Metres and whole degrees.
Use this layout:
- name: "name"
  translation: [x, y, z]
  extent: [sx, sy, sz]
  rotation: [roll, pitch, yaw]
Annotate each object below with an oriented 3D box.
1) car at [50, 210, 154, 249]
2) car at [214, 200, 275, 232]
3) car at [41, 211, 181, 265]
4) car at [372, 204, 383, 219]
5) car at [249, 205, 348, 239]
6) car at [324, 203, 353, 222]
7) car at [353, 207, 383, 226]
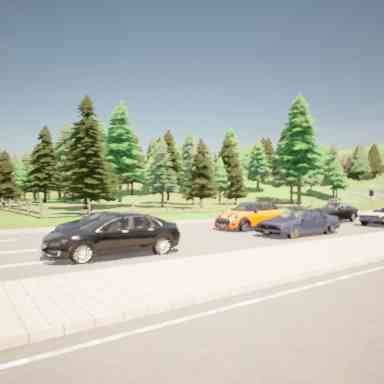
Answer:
- name: "car"
  translation: [-4.051, 1.591, 15.211]
  extent: [4.181, 1.385, 1.994]
  rotation: [0, 0, -35]
- name: "car"
  translation: [3.576, 1.427, 20.633]
  extent: [4.553, 1.767, 2.097]
  rotation: [0, 0, -35]
- name: "car"
  translation: [-2.701, 1.529, 11.882]
  extent: [4.892, 1.490, 1.837]
  rotation: [1, -1, -35]
- name: "car"
  translation: [19.315, 1.776, 31.705]
  extent: [4.718, 1.301, 1.895]
  rotation: [0, 0, -35]
- name: "car"
  translation: [5.837, 1.625, 17.952]
  extent: [5.357, 1.411, 2.033]
  rotation: [0, 0, -35]
- name: "car"
  translation: [11.006, 1.614, 25.889]
  extent: [4.902, 1.511, 2.128]
  rotation: [0, 0, -35]
- name: "car"
  translation: [13.839, 1.729, 23.616]
  extent: [4.718, 1.301, 1.895]
  rotation: [0, 0, -35]
